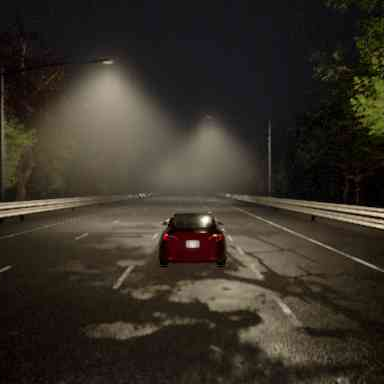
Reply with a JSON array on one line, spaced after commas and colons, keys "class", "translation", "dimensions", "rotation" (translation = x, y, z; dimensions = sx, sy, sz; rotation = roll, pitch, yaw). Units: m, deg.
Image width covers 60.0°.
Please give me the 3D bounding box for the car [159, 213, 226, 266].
[{"class": "car", "translation": [0.013, 1.409, 11.161], "dimensions": [2.163, 1.488, 4.792], "rotation": [0, 0, 0]}]
